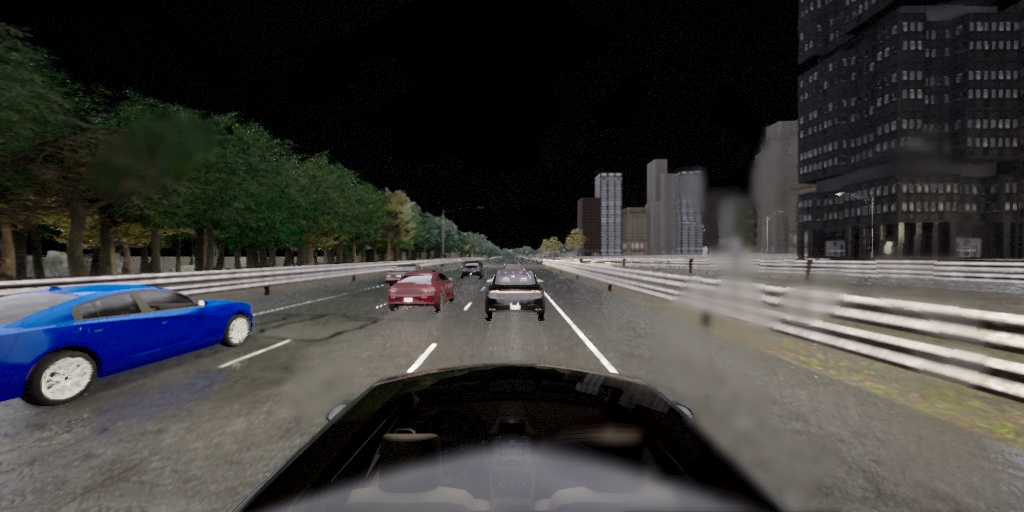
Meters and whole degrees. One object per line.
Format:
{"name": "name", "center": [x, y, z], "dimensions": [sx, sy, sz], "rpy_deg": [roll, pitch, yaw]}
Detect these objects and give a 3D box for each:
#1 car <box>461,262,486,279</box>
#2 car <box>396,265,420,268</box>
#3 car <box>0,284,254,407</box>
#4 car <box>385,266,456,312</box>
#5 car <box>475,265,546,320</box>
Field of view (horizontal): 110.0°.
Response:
{"name": "car", "center": [-3.407, 1.230, 32.114], "dimensions": [1.837, 1.490, 4.892], "rpy_deg": [0, 0, 0]}
{"name": "car", "center": [-6.904, 1.285, 24.256], "dimensions": [2.033, 1.411, 5.357], "rpy_deg": [0, 0, 0]}
{"name": "car", "center": [-6.901, 1.227, 6.243], "dimensions": [1.882, 1.535, 5.008], "rpy_deg": [0, 0, 0]}
{"name": "car", "center": [-3.403, 1.272, 14.077], "dimensions": [1.812, 1.442, 4.674], "rpy_deg": [0, 0, 0]}
{"name": "car", "center": [0.097, 1.239, 12.566], "dimensions": [2.128, 1.511, 4.902], "rpy_deg": [0, 0, 0]}
